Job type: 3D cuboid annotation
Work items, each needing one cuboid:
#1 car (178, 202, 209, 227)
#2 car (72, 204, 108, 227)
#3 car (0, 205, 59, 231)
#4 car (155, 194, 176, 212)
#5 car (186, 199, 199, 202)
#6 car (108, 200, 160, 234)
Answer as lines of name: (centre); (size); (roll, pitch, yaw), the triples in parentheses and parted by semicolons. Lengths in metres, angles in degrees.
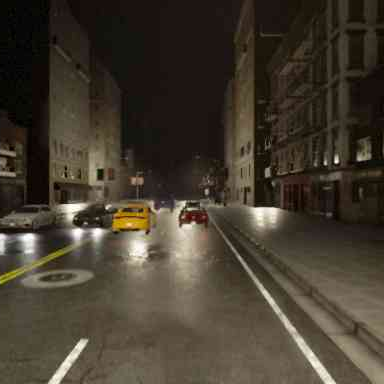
car: (0.092, 1.595, 22.607); (1.895, 1.301, 4.718); (0, 0, 0)
car: (-6.531, 1.542, 23.144); (2.033, 1.411, 5.357); (0, 0, 0)
car: (-9.807, 1.520, 20.515); (1.812, 1.442, 4.674); (0, 0, 1)
car: (-3.175, 1.213, 38.945); (2.150, 2.045, 5.566); (0, 0, 0)
car: (0.085, 1.594, 42.400); (1.895, 1.301, 4.718); (0, 0, 0)
car: (-3.156, 1.473, 19.162); (1.882, 1.535, 5.008); (0, 0, 0)
